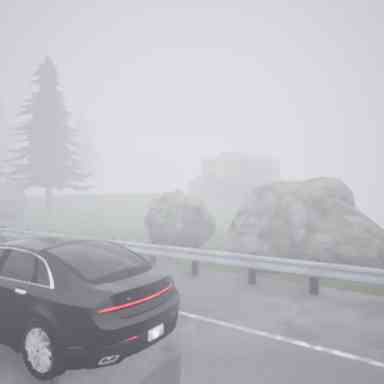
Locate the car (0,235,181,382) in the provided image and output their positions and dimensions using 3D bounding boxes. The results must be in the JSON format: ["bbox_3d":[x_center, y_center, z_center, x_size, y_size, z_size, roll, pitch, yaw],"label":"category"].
[{"bbox_3d":[-2.479,1.473,5.421,4.892,1.490,1.837,0,0,33],"label":"car"}]
